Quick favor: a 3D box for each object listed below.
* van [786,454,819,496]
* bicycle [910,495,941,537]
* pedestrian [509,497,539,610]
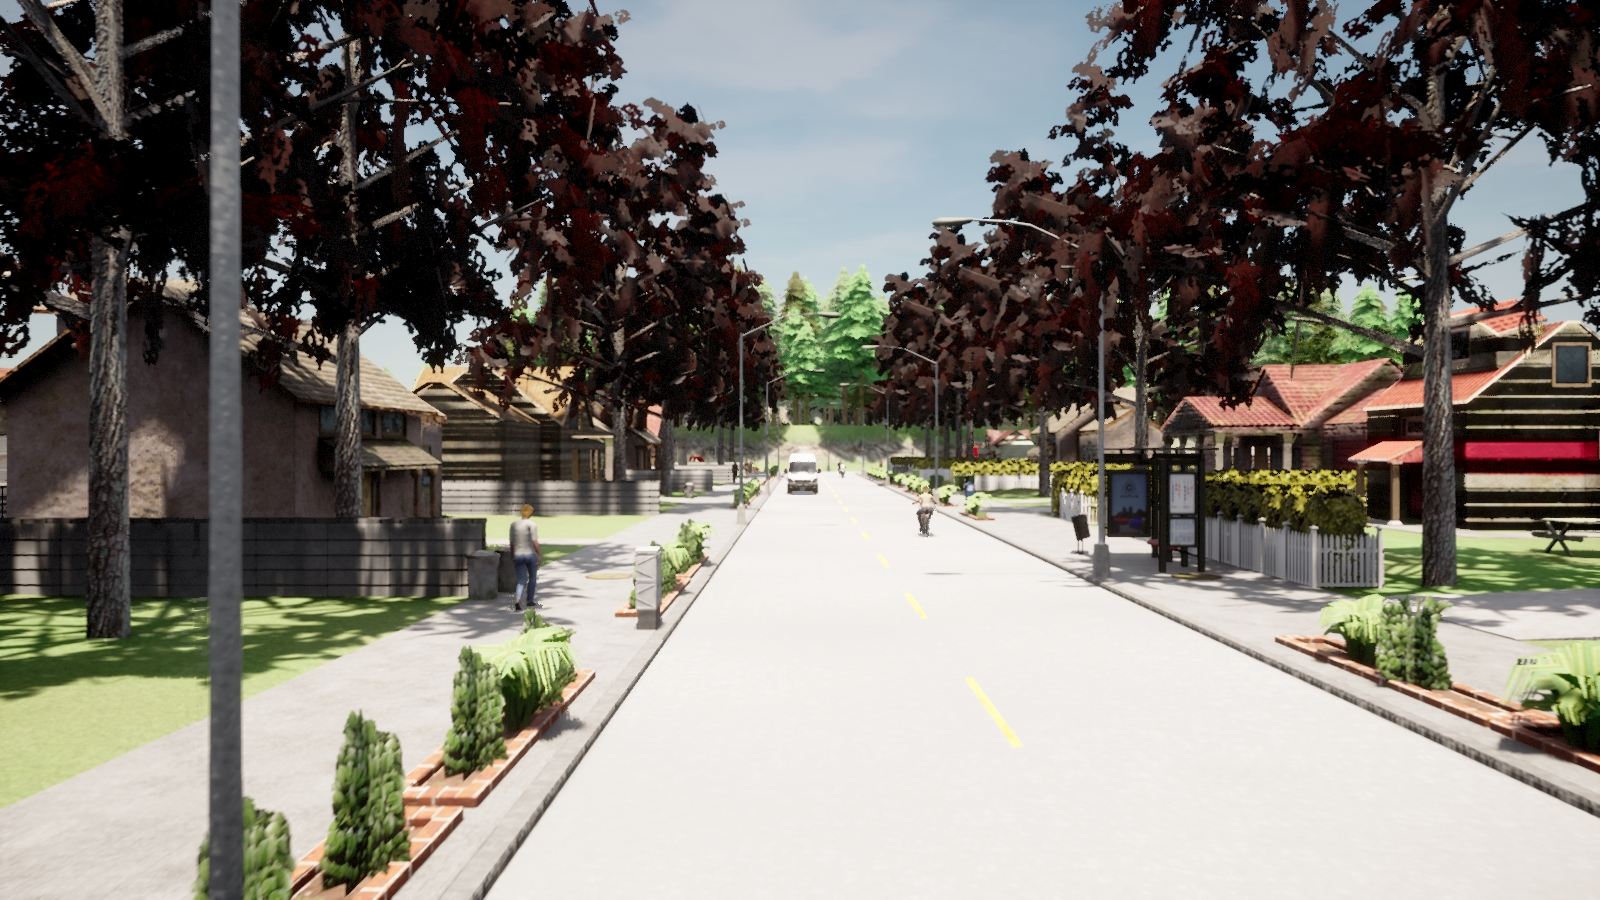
[{"bbox_3d":[0.172,1.520,73.191,1.988,2.561,5.915,0,0,0],"label":"van"},{"bbox_3d":[4.104,2.150,37.477,0.859,1.276,1.487,0,0,0],"label":"bicycle"},{"bbox_3d":[-4.656,1.739,19.254,0.375,1.860,0.375,0,0,9],"label":"pedestrian"}]
